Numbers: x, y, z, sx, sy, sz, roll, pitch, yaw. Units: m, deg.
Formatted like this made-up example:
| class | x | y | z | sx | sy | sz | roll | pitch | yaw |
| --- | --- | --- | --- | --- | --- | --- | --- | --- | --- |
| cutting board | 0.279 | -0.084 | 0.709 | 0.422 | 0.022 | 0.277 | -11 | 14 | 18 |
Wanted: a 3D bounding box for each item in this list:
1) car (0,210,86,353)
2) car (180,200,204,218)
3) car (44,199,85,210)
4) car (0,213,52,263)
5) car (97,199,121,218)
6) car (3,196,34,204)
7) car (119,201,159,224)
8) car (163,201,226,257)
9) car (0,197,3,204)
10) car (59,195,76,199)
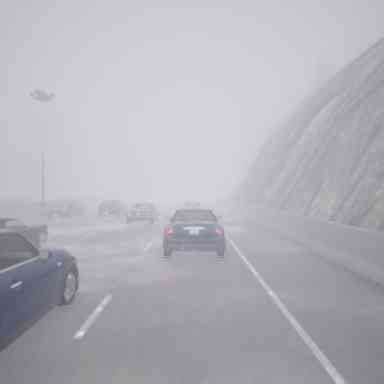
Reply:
| class | x | y | z | sx | sy | sz | roll | pitch | yaw |
| --- | --- | --- | --- | --- | --- | --- | --- | --- | --- |
| car | -3.414 | 1.339 | 5.122 | 2.097 | 1.767 | 4.553 | 0 | 0 | 0 |
| car | 0.024 | 1.465 | 30.016 | 1.994 | 1.385 | 4.181 | 0 | 0 | 0 |
| car | -10.470 | 1.521 | 27.828 | 1.895 | 1.301 | 4.718 | 0 | 0 | 0 |
| car | -6.927 | 1.569 | 11.862 | 1.895 | 1.301 | 4.718 | 0 | 0 | 0 |
| car | -6.974 | 1.415 | 29.486 | 1.837 | 1.490 | 4.892 | 0 | 0 | 0 |
| car | -24.671 | 1.374 | 48.126 | 1.837 | 1.490 | 4.892 | 0 | 0 | 1 |
| car | -3.459 | 1.473 | 23.877 | 2.033 | 1.411 | 5.357 | 0 | 0 | 0 |
| car | 0.069 | 1.309 | 12.907 | 2.097 | 1.767 | 4.553 | 0 | 0 | 0 |
| car | -28.169 | 1.437 | 47.935 | 1.994 | 1.385 | 4.181 | 0 | 0 | 0 |
| car | -21.043 | 1.332 | 55.828 | 2.128 | 1.511 | 4.902 | 0 | 0 | 2 |
